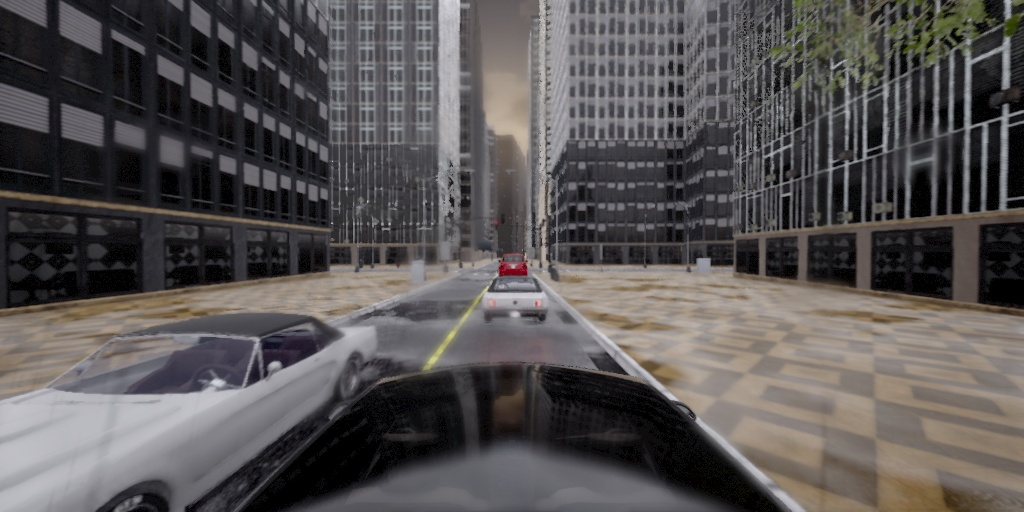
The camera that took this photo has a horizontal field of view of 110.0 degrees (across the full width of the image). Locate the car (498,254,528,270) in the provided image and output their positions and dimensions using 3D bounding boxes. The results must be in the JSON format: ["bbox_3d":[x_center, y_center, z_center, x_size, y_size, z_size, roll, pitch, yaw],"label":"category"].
[{"bbox_3d":[0.097,0.871,28.055,2.150,2.045,5.566,0,0,0],"label":"car"}]

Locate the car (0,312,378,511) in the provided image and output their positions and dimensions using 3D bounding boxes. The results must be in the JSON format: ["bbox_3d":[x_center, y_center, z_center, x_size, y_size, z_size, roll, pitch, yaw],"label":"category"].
[{"bbox_3d":[-3.093,1.343,3.539,1.895,1.301,4.718,0,0,0],"label":"car"}]

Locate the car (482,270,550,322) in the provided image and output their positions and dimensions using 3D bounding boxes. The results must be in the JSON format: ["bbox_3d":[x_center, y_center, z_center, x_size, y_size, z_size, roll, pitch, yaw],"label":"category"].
[{"bbox_3d":[0.100,1.310,12.008,1.895,1.301,4.718,0,0,0],"label":"car"}]
